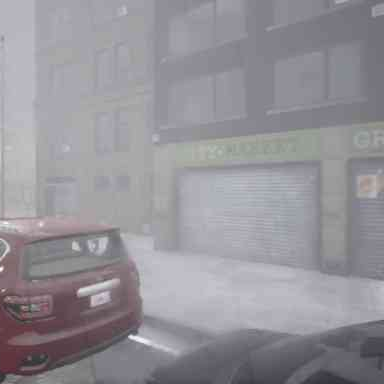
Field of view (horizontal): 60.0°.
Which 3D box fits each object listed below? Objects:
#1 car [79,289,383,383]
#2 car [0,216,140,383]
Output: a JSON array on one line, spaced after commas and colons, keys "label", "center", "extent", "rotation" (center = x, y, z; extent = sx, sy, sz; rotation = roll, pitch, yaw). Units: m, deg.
[{"label": "car", "center": [1.498, 1.566, 2.013], "extent": [4.313, 1.339, 1.947], "rotation": [0, 0, 36]}, {"label": "car", "center": [-2.998, 1.306, 5.222], "extent": [5.009, 1.841, 2.192], "rotation": [0, 0, 36]}]
